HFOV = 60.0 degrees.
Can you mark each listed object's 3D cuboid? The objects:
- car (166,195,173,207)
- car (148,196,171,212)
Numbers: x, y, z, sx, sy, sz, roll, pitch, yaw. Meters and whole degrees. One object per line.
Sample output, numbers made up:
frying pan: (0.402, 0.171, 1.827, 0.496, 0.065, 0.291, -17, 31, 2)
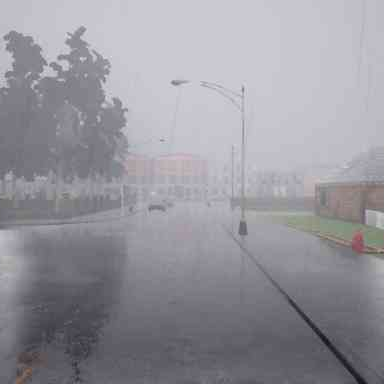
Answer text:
car: (-3.954, 1.353, 49.937, 2.097, 1.767, 4.553, 0, 0, 1)
car: (-4.010, 1.547, 39.787, 2.033, 1.411, 5.357, 0, 0, 0)
